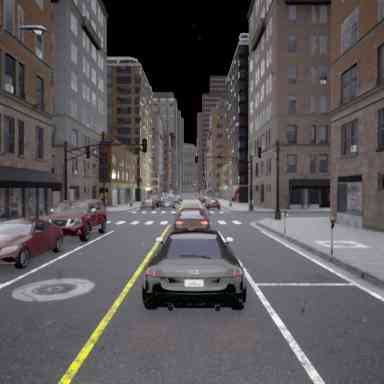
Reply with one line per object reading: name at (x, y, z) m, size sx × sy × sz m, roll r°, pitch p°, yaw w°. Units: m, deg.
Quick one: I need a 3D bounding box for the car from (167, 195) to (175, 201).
car at (-5.773, 1.542, 93.758) m, size 1.967 × 1.590 × 4.097 m, roll -1°, pitch 0°, yaw 0°

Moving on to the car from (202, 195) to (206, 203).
car at (2.798, 1.548, 49.443) m, size 1.752 × 1.417 × 4.829 m, roll -1°, pitch 0°, yaw 0°

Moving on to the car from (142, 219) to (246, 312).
car at (0.058, 1.563, 7.820) m, size 1.994 × 1.385 × 4.181 m, roll 0°, pitch 0°, yaw 1°

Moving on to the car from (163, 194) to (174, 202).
car at (-5.764, 1.395, 82.628) m, size 2.192 × 1.841 × 5.009 m, roll -1°, pitch 0°, yaw 0°

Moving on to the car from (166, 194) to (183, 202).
car at (-3.136, 1.529, 59.440) m, size 2.128 × 1.511 × 4.902 m, roll 0°, pitch 0°, yaw 0°

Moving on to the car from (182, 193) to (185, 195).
car at (-3.075, 1.579, 74.538) m, size 1.812 × 1.442 × 4.674 m, roll 0°, pitch 0°, yaw 0°

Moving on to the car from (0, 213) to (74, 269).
car at (-5.687, 1.581, 11.091) m, size 1.802 × 1.307 × 4.206 m, roll -1°, pitch 0°, yaw 0°

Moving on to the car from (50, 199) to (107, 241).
car at (-5.696, 1.315, 16.673) m, size 2.192 × 1.841 × 5.009 m, roll -1°, pitch 0°, yaw 0°

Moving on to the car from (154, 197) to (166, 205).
car at (-5.738, 1.563, 60.197) m, size 1.752 × 1.417 × 4.829 m, roll -1°, pitch 0°, yaw 0°

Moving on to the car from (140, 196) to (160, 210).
car at (-5.721, 1.599, 43.673) m, size 1.802 × 1.307 × 4.206 m, roll -1°, pitch 0°, yaw 0°

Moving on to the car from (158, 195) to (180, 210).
car at (-3.142, 1.506, 44.381) m, size 2.128 × 1.511 × 4.902 m, roll 0°, pitch 0°, yaw 0°

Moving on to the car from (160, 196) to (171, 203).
car at (-5.750, 1.608, 71.497) m, size 2.008 × 1.369 × 4.403 m, roll -1°, pitch 0°, yaw 0°

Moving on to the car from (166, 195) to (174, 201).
car at (-5.766, 1.636, 88.193) m, size 1.887 × 1.381 × 4.507 m, roll -1°, pitch 0°, yaw 0°

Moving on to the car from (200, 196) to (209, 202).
car at (2.770, 1.613, 77.090) m, size 1.887 × 1.381 × 4.507 m, roll -1°, pitch 0°, yaw 0°

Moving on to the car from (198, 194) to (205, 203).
car at (2.782, 1.592, 65.962) m, size 1.887 × 1.381 × 4.507 m, roll -1°, pitch 0°, yaw 0°

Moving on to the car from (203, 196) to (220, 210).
car at (2.804, 1.598, 43.709) m, size 1.802 × 1.307 × 4.206 m, roll -1°, pitch 0°, yaw 0°

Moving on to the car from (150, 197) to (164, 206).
car at (-5.733, 1.575, 54.803) m, size 1.887 × 1.381 × 4.507 m, roll -1°, pitch 0°, yaw 0°

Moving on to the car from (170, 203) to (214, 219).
car at (0.003, 1.525, 16.957) m, size 1.812 × 1.442 × 4.674 m, roll 0°, pitch 0°, yaw 0°
